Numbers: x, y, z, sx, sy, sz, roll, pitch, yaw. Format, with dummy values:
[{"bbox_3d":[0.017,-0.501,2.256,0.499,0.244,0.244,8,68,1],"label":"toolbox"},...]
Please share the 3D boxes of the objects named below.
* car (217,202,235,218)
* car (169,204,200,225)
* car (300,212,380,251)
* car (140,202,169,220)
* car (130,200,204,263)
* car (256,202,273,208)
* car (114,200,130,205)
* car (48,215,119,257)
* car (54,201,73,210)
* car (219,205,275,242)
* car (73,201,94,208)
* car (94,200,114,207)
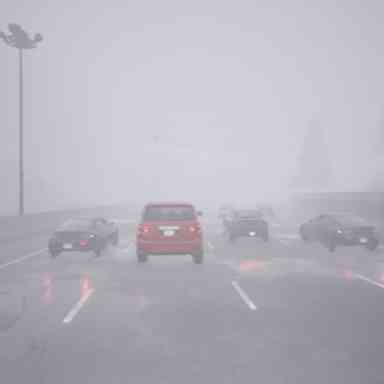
[{"bbox_3d":[3.532,1.729,32.731,1.882,1.535,5.008,-1,-1,6],"label":"car"},{"bbox_3d":[-0.511,1.787,27.379,2.033,1.411,5.357,-1,0,5],"label":"car"},{"bbox_3d":[6.204,1.599,14.403,1.812,1.442,4.674,0,0,-1],"label":"car"},{"bbox_3d":[-3.542,1.812,32.440,1.837,1.490,4.892,-1,-1,6],"label":"car"},{"bbox_3d":[-0.763,1.337,12.595,2.150,2.045,5.566,0,0,-2],"label":"car"},{"bbox_3d":[7.051,1.749,32.762,1.812,1.442,4.674,-1,0,6],"label":"car"},{"bbox_3d":[-10.444,2.059,54.560,1.837,1.490,4.892,-1,-1,14],"label":"car"},{"bbox_3d":[-4.273,1.678,13.641,1.812,1.442,4.674,0,0,-1],"label":"car"},{"bbox_3d":[-20.905,2.198,56.060,2.033,1.411,5.357,-1,-1,14],"label":"car"},{"bbox_3d":[2.687,1.631,17.292,1.837,1.490,4.892,-1,-1,0],"label":"car"},{"bbox_3d":[-17.272,2.170,56.273,2.033,1.411,5.357,-1,0,14],"label":"car"},{"bbox_3d":[-13.802,2.065,55.553,1.882,1.535,5.008,-1,-1,14],"label":"car"}]
